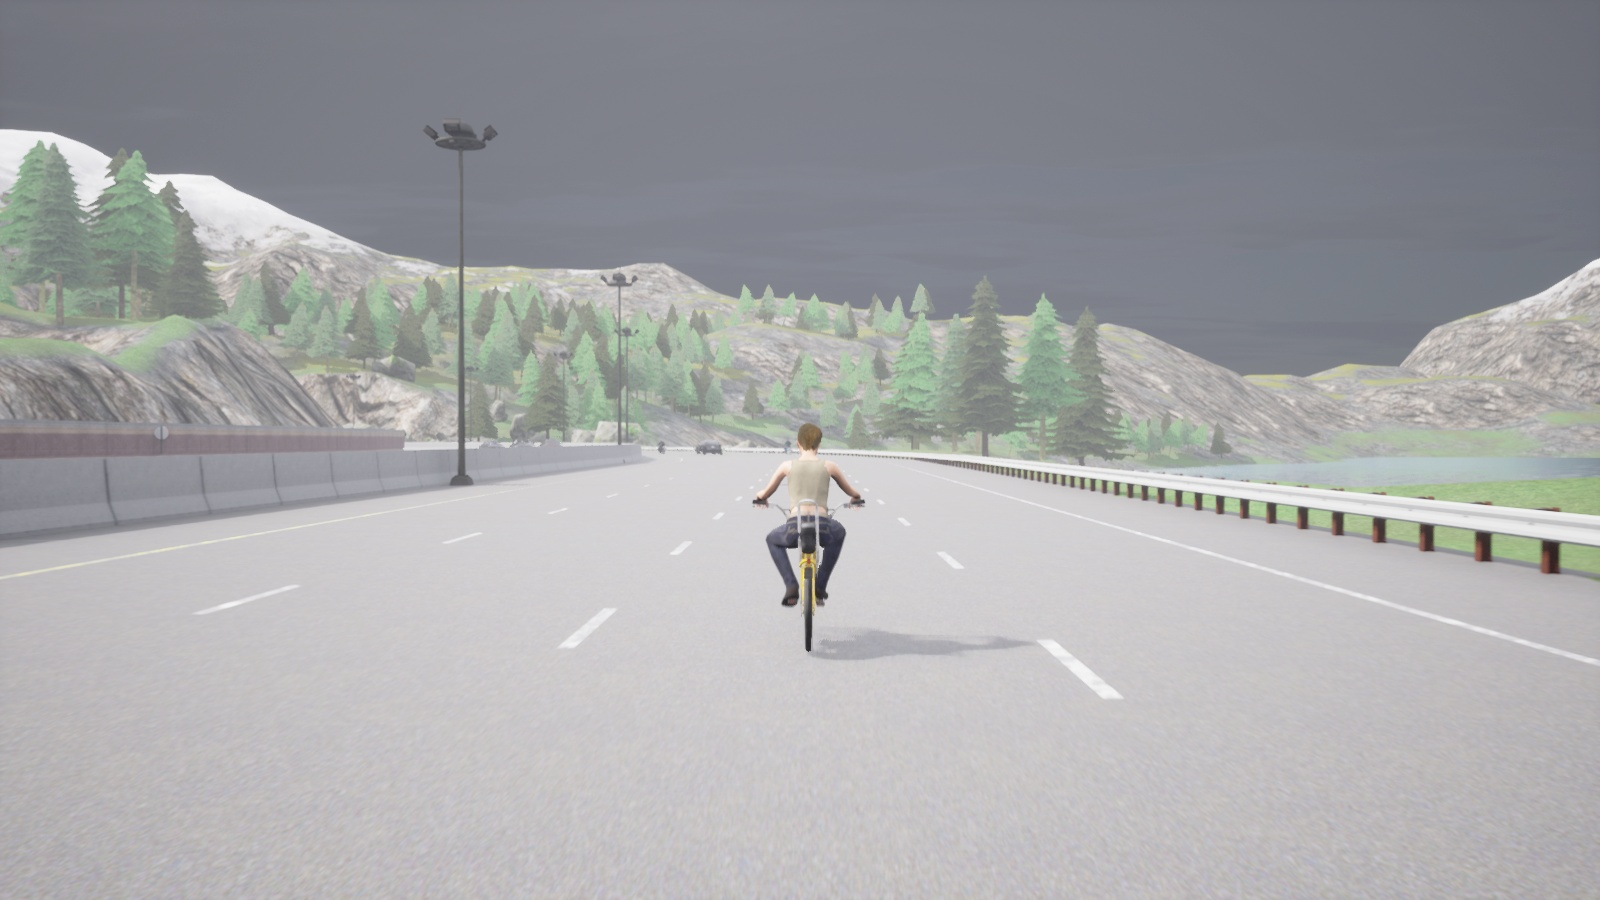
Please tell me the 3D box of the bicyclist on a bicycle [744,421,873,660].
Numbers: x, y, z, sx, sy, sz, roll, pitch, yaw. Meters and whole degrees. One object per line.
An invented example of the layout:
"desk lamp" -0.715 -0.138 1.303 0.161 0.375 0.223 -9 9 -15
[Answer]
"bicyclist on a bicycle" 0.063 0.605 9.232 0.866 1.612 1.509 0 0 1
